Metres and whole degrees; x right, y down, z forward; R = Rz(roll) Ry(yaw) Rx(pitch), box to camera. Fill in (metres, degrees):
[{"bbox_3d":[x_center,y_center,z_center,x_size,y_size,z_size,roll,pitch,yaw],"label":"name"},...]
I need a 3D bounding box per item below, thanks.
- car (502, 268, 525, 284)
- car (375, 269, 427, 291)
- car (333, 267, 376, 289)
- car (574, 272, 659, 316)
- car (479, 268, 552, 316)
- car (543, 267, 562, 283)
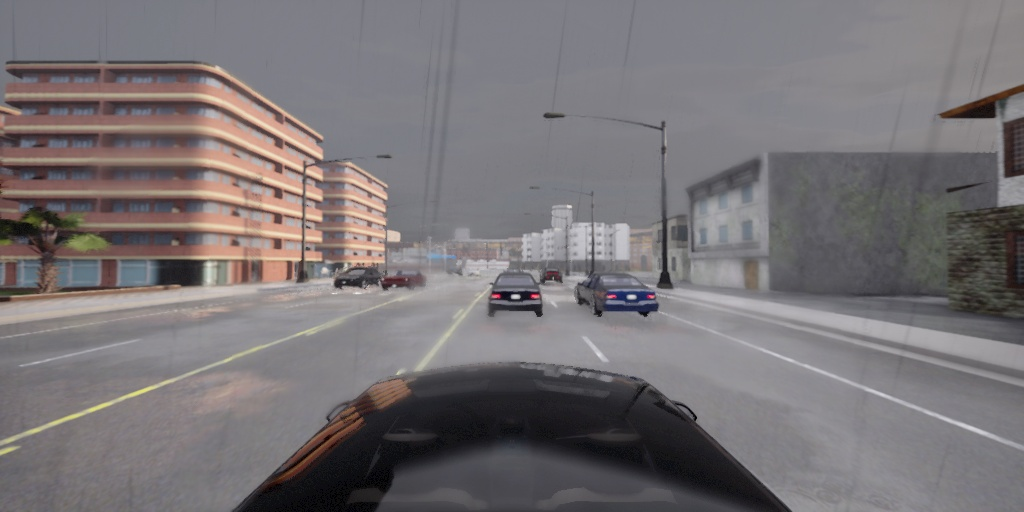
[{"bbox_3d":[0.141,1.885,34.432,1.994,1.385,4.181,0,-2,0],"label":"car"},{"bbox_3d":[-7.072,1.558,23.782,1.895,1.301,4.718,0,-2,0],"label":"car"},{"bbox_3d":[-10.569,1.494,25.002,1.837,1.490,4.892,0,-2,0],"label":"car"},{"bbox_3d":[3.613,1.313,13.313,2.033,1.411,5.357,0,-1,0],"label":"car"},{"bbox_3d":[0.113,1.312,13.362,2.033,1.411,5.357,0,-1,0],"label":"car"},{"bbox_3d":[3.642,1.816,34.155,1.837,1.490,4.892,0,-2,0],"label":"car"}]
